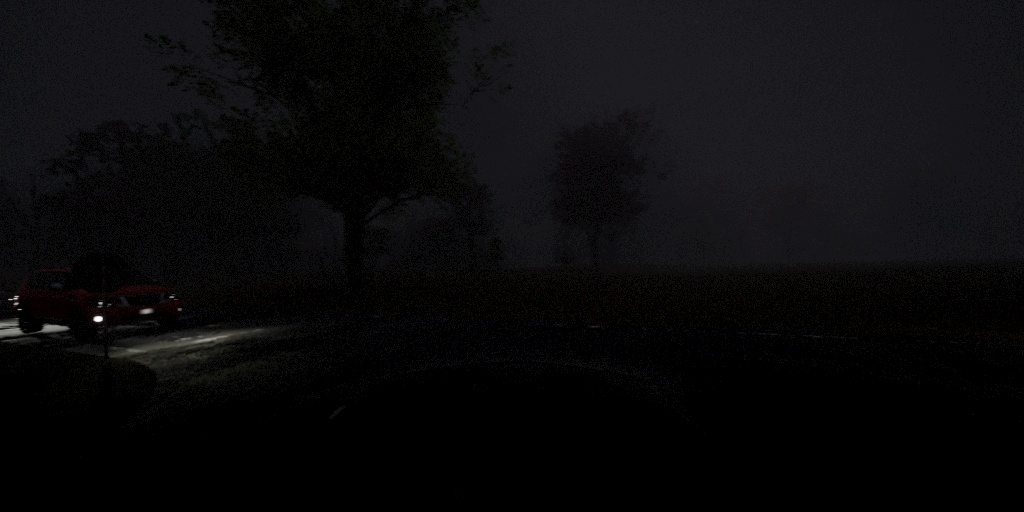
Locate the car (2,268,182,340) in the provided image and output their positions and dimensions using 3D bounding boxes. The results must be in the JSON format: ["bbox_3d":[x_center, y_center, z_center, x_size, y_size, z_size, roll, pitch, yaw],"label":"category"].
[{"bbox_3d":[-13.465,1.370,11.654,5.566,2.045,2.150,-2,0,21],"label":"car"}]

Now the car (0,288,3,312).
[{"bbox_3d":[-23.589,1.902,15.509,4.902,1.511,2.128,-1,0,21],"label":"car"}]
